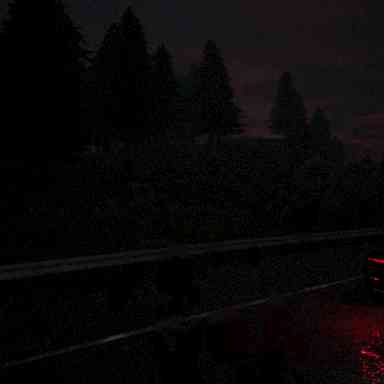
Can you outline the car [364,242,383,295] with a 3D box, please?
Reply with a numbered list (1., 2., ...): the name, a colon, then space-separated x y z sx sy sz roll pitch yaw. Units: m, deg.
1. car: 5.923 1.587 7.676 4.892 1.490 1.837 1 0 -34
